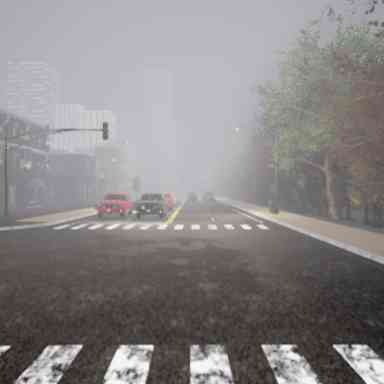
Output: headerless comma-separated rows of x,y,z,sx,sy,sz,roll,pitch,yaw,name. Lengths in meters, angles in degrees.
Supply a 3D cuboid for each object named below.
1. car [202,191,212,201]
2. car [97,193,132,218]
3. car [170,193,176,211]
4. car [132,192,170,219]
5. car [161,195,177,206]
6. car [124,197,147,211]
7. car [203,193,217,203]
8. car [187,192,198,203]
3.235,0.895,68.630,2.150,2.045,5.566,0,0,0,car
-6.607,1.085,29.138,2.150,2.045,5.566,0,0,0,car
-3.349,1.037,38.788,2.150,2.045,5.566,0,0,1,car
-3.358,1.088,28.388,2.150,2.045,5.566,0,0,0,car
-3.356,1.243,49.319,1.882,1.535,5.008,0,0,0,car
-6.595,1.378,39.232,1.994,1.385,4.181,0,0,1,car
3.338,1.321,58.651,1.895,1.301,4.718,0,0,0,car
0.088,1.193,59.686,1.882,1.535,5.008,0,0,0,car
